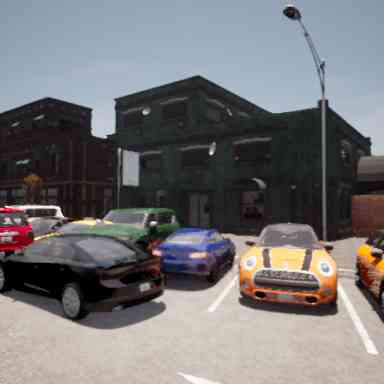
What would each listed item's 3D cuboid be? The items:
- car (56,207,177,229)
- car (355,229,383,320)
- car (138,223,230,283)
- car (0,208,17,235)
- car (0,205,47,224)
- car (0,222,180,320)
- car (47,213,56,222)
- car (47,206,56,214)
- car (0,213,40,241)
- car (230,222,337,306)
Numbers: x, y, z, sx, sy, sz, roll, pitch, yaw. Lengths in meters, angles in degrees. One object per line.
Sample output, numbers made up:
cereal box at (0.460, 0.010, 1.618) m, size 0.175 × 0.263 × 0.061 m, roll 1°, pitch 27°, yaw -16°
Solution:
car at (-2.175, 1.627, 12.614) m, size 2.435 × 2.045 × 5.566 m, roll 1°, pitch -3°, yaw 17°
car at (4.987, 1.643, 7.201) m, size 2.185 × 1.767 × 4.553 m, roll 1°, pitch -2°, yaw 17°
car at (0.194, 1.881, 10.803) m, size 2.002 × 1.452 × 4.674 m, roll 0°, pitch -3°, yaw 17°
car at (-14.135, 1.956, 21.713) m, size 2.185 × 1.767 × 4.553 m, roll 0°, pitch -3°, yaw 17°
car at (-7.671, 1.540, 11.597) m, size 5.566 × 2.045 × 2.150 m, roll -1°, pitch -2°, yaw 37°
car at (-2.877, 1.715, 7.933) m, size 5.008 × 1.535 × 1.882 m, roll -1°, pitch -2°, yaw 37°
car at (-6.969, 1.986, 16.240) m, size 2.163 × 1.488 × 4.792 m, roll 0°, pitch -3°, yaw 17°
car at (-9.348, 1.746, 18.075) m, size 2.435 × 2.045 × 5.566 m, roll 0°, pitch -3°, yaw 17°
car at (-11.737, 2.069, 19.884) m, size 2.163 × 1.488 × 4.792 m, roll 0°, pitch -3°, yaw 17°
car at (2.600, 1.679, 9.020) m, size 2.185 × 1.767 × 4.553 m, roll 0°, pitch -3°, yaw 17°
